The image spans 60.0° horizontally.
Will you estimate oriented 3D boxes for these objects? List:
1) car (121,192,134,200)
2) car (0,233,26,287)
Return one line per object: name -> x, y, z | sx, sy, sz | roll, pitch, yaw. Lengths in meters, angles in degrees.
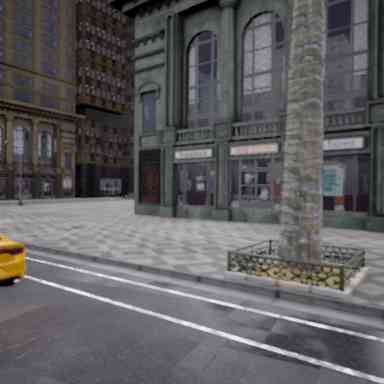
car -> -11.106, 0.683, 61.141 | 1.994, 1.385, 4.181 | 1, 1, 36
car -> -5.962, 1.422, 7.940 | 5.008, 1.535, 1.882 | 0, 0, 35
